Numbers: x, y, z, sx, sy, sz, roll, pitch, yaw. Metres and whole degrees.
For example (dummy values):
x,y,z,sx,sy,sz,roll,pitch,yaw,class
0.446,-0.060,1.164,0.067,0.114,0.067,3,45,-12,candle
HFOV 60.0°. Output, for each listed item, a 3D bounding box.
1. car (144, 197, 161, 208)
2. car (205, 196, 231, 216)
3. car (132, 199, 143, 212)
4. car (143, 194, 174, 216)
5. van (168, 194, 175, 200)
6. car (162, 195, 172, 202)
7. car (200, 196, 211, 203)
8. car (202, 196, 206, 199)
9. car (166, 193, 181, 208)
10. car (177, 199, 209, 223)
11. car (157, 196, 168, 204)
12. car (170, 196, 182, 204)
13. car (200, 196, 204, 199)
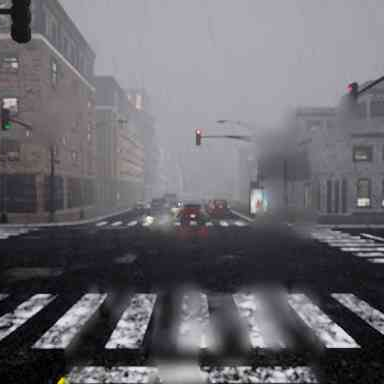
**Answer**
x,y,z,sx,sy,sz,roll,pitch,yaw,class
-5.776,1.524,49.355,2.008,1.369,4.403,0,0,0,car
2.631,1.415,32.291,1.967,1.590,4.097,0,0,0,car
-5.758,1.525,37.962,2.008,1.369,4.403,0,0,0,car
-3.151,1.327,32.524,2.097,1.767,4.553,0,0,0,car
-5.854,1.340,94.928,1.690,1.788,3.998,-1,0,0,van
-5.826,1.423,77.837,1.967,1.590,4.097,0,0,0,car
2.576,1.528,66.471,2.008,1.369,4.403,-1,0,0,car
2.613,1.555,43.685,1.802,1.307,4.206,0,0,0,car
-3.169,1.196,48.786,2.150,2.045,5.566,0,0,0,car
0.060,1.499,25.300,1.812,1.442,4.674,0,0,0,car
-5.805,1.502,66.275,1.752,1.417,4.829,0,0,0,car
-3.107,1.588,65.433,1.994,1.385,4.181,0,0,0,car
2.604,1.524,49.382,2.008,1.369,4.403,0,0,0,car
